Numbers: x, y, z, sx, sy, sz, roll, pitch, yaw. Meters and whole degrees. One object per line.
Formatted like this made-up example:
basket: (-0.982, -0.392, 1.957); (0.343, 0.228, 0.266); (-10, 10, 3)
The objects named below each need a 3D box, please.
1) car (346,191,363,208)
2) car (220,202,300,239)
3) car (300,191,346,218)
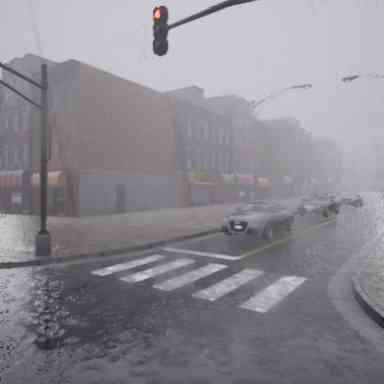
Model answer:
car: (14.755, 0.645, 31.278); (1.812, 1.442, 4.674); (1, 2, 36)
car: (2.984, 1.154, 14.717); (1.994, 1.385, 4.181); (1, 2, 36)
car: (8.802, 0.844, 22.909); (2.128, 1.511, 4.902); (1, 2, 35)
